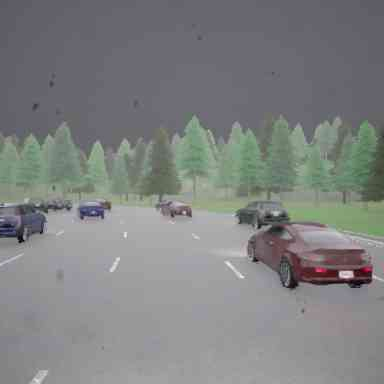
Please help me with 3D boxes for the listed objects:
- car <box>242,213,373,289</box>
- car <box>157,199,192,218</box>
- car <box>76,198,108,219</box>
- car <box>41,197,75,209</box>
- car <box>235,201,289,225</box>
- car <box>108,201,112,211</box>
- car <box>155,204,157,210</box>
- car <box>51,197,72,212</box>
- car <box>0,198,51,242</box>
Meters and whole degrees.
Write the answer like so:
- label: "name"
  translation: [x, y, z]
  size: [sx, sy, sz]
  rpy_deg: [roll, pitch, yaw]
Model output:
- label: "car"
  translation: [2.941, 1.526, 9.132]
  size: [1.812, 1.442, 4.674]
  rpy_deg: [0, 0, -6]
- label: "car"
  translation: [-1.435, 1.525, 29.835]
  size: [1.812, 1.442, 4.674]
  rpy_deg: [0, 0, -20]
- label: "car"
  translation: [-8.891, 1.478, 28.893]
  size: [1.882, 1.535, 5.008]
  rpy_deg: [0, 0, -24]
- label: "car"
  translation: [-18.678, 1.492, 46.207]
  size: [4.902, 1.511, 2.128]
  rpy_deg: [0, 0, 35]
- label: "car"
  translation: [4.421, 1.351, 21.488]
  size: [2.097, 1.767, 4.553]
  rpy_deg: [0, 0, -13]
- label: "car"
  translation: [-11.149, 1.478, 38.928]
  size: [1.882, 1.535, 5.008]
  rpy_deg: [0, 0, -38]
- label: "car"
  translation: [-2.727, 1.526, 39.781]
  size: [1.812, 1.442, 4.674]
  rpy_deg: [0, 0, -33]
- label: "car"
  translation: [-15.993, 1.601, 39.268]
  size: [1.895, 1.301, 4.718]
  rpy_deg: [0, 0, -44]
- label: "car"
  translation: [-8.686, 1.351, 16.228]
  size: [2.097, 1.767, 4.553]
  rpy_deg: [0, 0, -10]
